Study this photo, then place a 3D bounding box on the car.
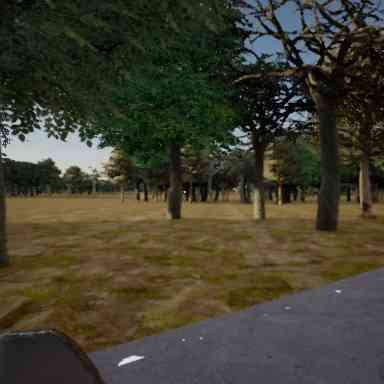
[{"bbox_3d":[-2.907,1.531,1.198,5.357,1.411,2.033,1,-1,-36],"label":"car"}]
